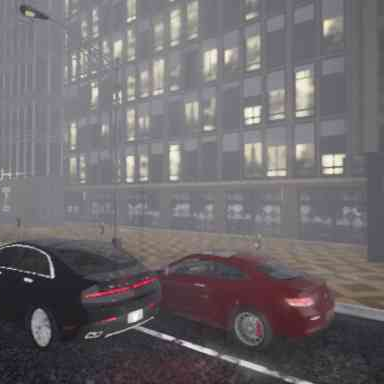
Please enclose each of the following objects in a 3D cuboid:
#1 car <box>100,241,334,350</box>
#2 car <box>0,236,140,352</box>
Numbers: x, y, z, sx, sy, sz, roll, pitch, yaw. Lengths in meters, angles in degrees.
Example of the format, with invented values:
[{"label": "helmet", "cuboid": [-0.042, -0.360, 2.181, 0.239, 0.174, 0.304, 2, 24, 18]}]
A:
[{"label": "car", "cuboid": [0.399, 1.710, 6.275, 4.206, 1.307, 1.802, -1, -1, 37]}, {"label": "car", "cuboid": [-2.783, 1.623, 6.422, 4.892, 1.490, 1.837, -1, -1, 37]}]
